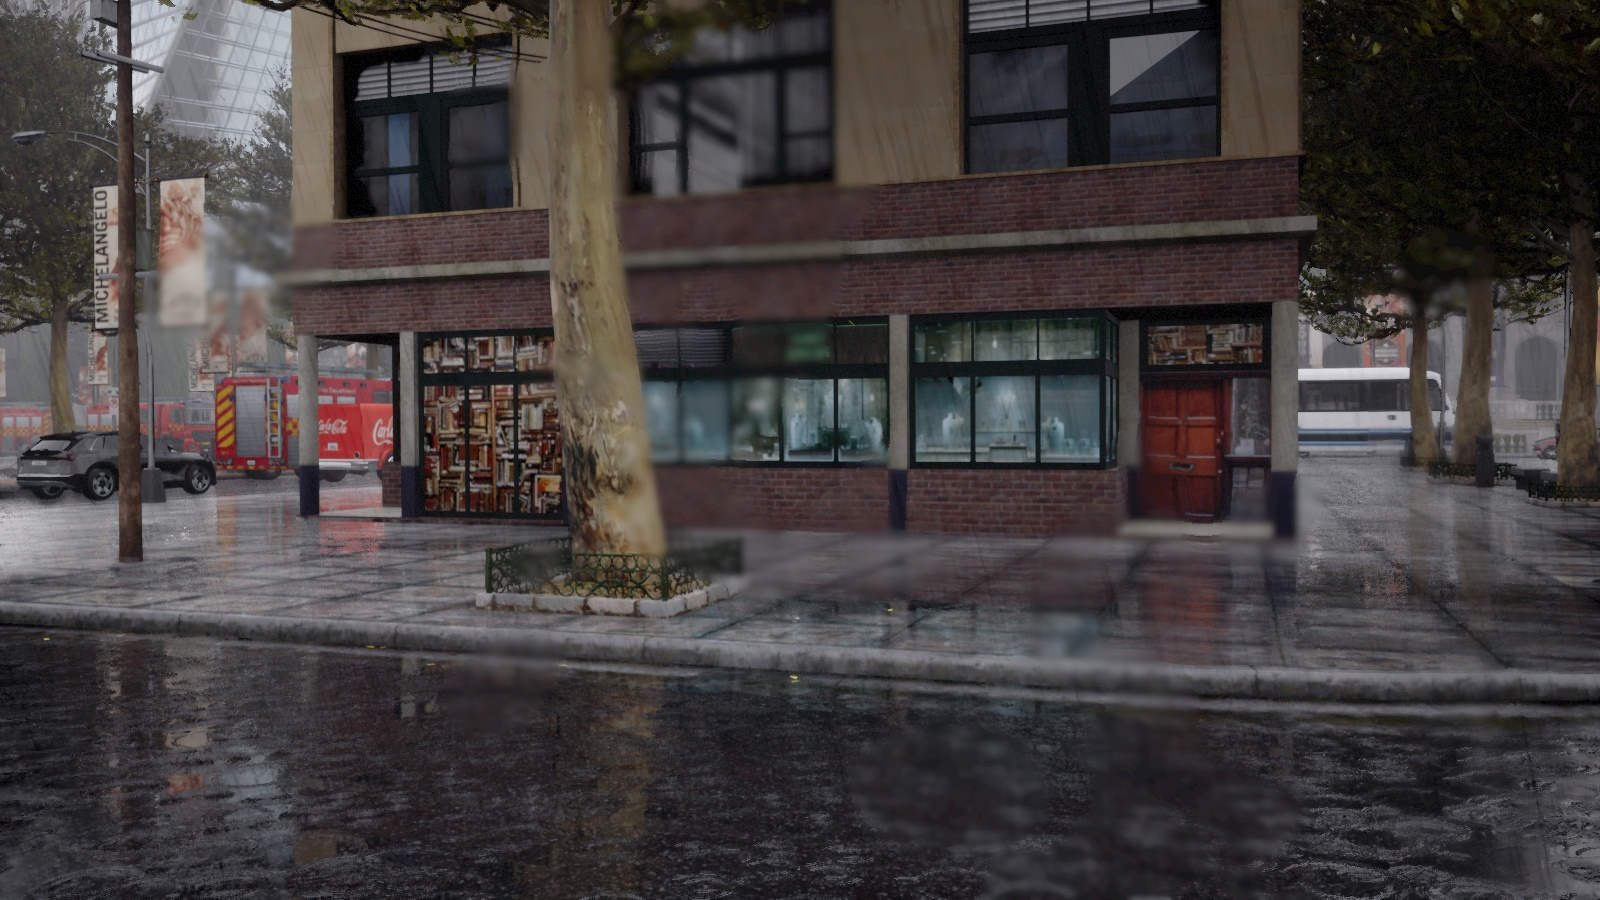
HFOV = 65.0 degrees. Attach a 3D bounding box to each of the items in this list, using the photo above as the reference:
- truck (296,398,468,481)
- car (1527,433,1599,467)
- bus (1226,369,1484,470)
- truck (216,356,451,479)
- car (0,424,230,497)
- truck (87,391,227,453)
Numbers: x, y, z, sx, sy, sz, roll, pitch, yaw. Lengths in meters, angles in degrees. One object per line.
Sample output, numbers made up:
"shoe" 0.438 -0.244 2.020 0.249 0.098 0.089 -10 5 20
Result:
"truck" -13.341 -0.355 40.475 2.627 2.467 5.204 1 1 20
"car" 36.776 -0.012 59.531 3.705 1.549 1.789 1 1 20
"bus" 24.612 -1.362 56.443 10.273 4.253 3.944 1 1 20
"truck" -15.900 -1.093 43.706 2.891 3.827 8.468 1 1 20
"car" -16.686 0.203 30.915 2.033 1.649 4.856 1 1 20
"truck" -40.944 -1.763 79.988 8.468 3.827 2.891 1 1 20
